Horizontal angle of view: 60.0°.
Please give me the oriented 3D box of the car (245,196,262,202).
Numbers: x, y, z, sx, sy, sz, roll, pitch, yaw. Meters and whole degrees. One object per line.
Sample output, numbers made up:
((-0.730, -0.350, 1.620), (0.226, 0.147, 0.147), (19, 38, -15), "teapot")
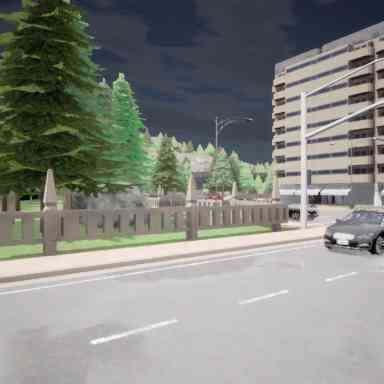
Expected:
((14.303, 1.540, 77.284), (1.895, 1.301, 4.718), (0, 0, 40), "car")

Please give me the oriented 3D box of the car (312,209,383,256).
((7.139, 1.492, 13.340), (4.902, 1.511, 2.128), (0, 0, -42), "car")

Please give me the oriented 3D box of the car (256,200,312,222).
((7.609, 1.545, 26.336), (1.895, 1.301, 4.718), (0, 0, -33), "car")

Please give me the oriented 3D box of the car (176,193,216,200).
((0.408, 1.168, 38.524), (2.150, 2.045, 5.566), (0, 0, -22), "car")

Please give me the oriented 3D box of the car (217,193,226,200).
((4.801, 1.166, 65.225), (2.150, 2.045, 5.566), (0, 0, 14), "car")

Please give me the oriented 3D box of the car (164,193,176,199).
((-3.206, 1.168, 52.858), (2.150, 2.045, 5.566), (0, 0, -3), "car")

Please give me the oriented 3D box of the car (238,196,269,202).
((7.213, 1.422, 33.439), (1.882, 1.535, 5.008), (0, 0, -31), "car")

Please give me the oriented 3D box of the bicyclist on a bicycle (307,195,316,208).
((15.306, 1.245, 42.449), (1.656, 1.620, 0.582), (0, 0, -29), "bicyclist on a bicycle")

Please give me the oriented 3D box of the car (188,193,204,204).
((0.847, 1.171, 64.760), (2.150, 2.045, 5.566), (0, 0, 12), "car")

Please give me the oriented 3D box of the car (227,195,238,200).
((9.239, 1.492, 67.906), (2.033, 1.411, 5.357), (0, 0, 20), "car")
